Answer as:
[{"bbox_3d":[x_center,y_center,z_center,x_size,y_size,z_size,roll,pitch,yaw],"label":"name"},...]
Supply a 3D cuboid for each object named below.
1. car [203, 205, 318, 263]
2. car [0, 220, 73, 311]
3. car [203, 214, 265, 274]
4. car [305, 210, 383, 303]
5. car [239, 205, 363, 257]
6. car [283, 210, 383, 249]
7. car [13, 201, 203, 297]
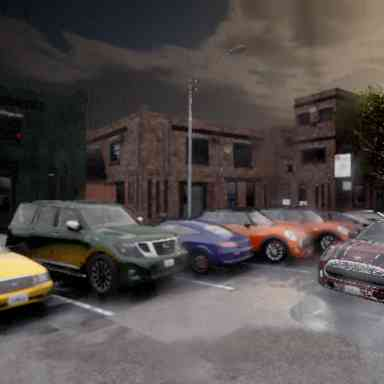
[{"bbox_3d":[2.103,1.442,12.401,4.553,1.767,2.185,-1,-1,35],"label":"car"},{"bbox_3d":[-5.095,1.479,7.107,5.366,1.575,1.946,-1,-1,35],"label":"car"},{"bbox_3d":[-0.331,1.578,10.651,4.674,1.452,2.002,-1,-1,35],"label":"car"},{"bbox_3d":[5.124,1.433,8.108,4.553,1.767,2.097,1,0,-35],"label":"car"},{"bbox_3d":[4.560,1.471,14.124,4.553,1.767,2.185,-1,-1,35],"label":"car"},{"bbox_3d":[7.065,1.656,15.809,4.792,1.488,2.163,-1,-1,35],"label":"car"},{"bbox_3d":[-2.764,1.259,8.939,5.566,2.045,2.435,-1,-2,35],"label":"car"}]
